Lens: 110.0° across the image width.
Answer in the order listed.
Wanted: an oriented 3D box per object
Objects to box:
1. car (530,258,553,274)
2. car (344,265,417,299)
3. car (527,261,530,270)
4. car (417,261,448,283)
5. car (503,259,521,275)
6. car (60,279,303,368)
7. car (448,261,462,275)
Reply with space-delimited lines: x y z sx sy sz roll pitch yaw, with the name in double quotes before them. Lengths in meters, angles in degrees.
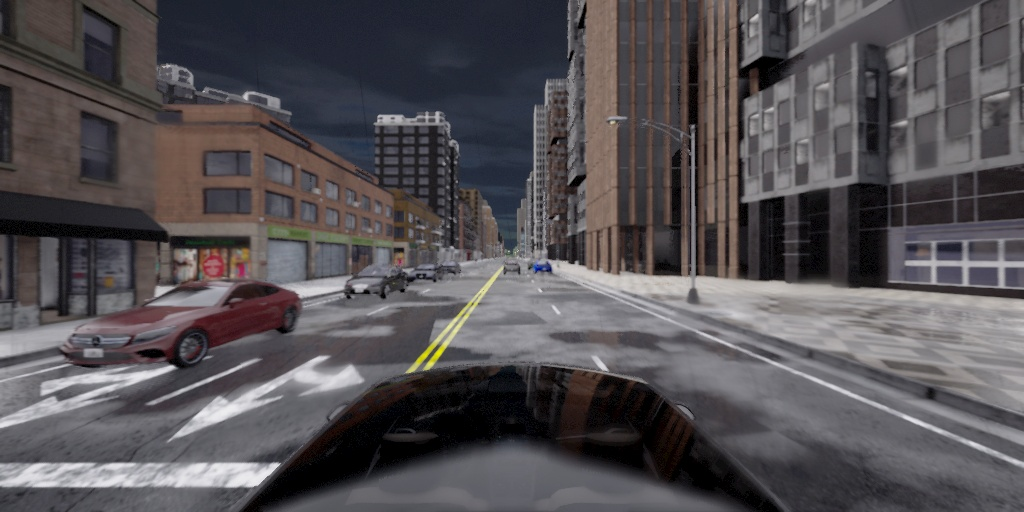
"car" 3.345 1.189 39.583 1.882 1.535 5.008 0 0 0
"car" -6.593 1.228 17.944 2.128 1.511 4.902 0 0 0
"car" 3.252 1.045 50.424 2.097 1.767 4.553 0 0 0
"car" -6.567 1.290 27.906 1.994 1.385 4.181 0 0 0
"car" 0.004 1.204 38.936 2.128 1.511 4.902 0 0 0
"car" -6.599 1.271 7.983 1.812 1.442 4.674 0 0 0
"car" -6.504 1.261 38.178 2.033 1.411 5.357 0 0 0
